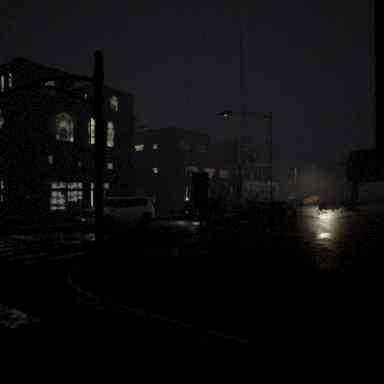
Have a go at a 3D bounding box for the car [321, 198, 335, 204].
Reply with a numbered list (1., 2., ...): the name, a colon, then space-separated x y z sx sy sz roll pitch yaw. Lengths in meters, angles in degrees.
1. car: 30.646 2.027 74.904 1.947 1.339 4.313 -1 -1 36

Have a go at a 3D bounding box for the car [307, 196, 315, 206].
1. car: 20.699 1.894 61.390 1.752 1.417 4.829 -1 -1 36

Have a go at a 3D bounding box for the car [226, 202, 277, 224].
1. car: 4.604 1.696 25.325 1.802 1.307 4.206 -1 -1 36

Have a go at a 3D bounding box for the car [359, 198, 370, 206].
1. car: 30.831 1.782 61.019 1.967 1.590 4.097 -1 -1 36

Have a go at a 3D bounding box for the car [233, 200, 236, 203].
1. car: 4.388 1.667 39.231 1.967 1.590 4.097 -1 -1 36

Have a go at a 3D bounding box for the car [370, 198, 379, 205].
1. car: 37.396 1.969 69.935 1.947 1.339 4.313 -1 -1 36

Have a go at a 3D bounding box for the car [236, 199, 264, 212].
1. car: 7.670 1.695 43.691 1.967 1.590 4.097 -1 -1 36

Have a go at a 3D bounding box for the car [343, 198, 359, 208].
1. car: 24.267 1.827 52.100 1.887 1.381 4.507 -1 -1 36

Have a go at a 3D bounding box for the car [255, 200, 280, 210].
1. car: 10.953 1.827 48.148 1.887 1.381 4.507 -1 -1 36

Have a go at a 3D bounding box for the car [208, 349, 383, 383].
1. car: 1.908 1.550 1.519 4.403 1.369 2.008 0 0 35

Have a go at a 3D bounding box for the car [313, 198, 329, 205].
1. car: 27.365 1.997 70.445 1.947 1.339 4.313 -1 -1 36

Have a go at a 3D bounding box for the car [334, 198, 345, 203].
1. car: 37.210 2.106 83.822 1.802 1.307 4.206 -1 -1 36

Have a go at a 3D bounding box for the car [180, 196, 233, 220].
1. car: 1.217 1.386 30.533 2.150 2.045 5.566 0 -1 37

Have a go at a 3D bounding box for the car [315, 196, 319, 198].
1. car: 24.081 1.715 65.988 2.192 1.841 5.009 -1 -1 36

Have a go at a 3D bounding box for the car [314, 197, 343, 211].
1. car: 17.803 1.751 43.318 1.752 1.417 4.829 -1 -1 36

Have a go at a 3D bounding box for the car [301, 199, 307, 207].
1. car: 17.518 1.891 57.067 2.008 1.369 4.403 -1 -1 36

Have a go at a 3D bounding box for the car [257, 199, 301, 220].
1. car: 7.855 1.581 29.804 1.967 1.590 4.097 -1 -1 36

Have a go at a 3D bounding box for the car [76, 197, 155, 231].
1. car: -4.904 1.336 22.234 2.150 2.045 5.566 0 -1 36

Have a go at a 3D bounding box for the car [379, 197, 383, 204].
1. car: 43.960 2.032 78.854 1.947 1.339 4.313 -1 -1 36

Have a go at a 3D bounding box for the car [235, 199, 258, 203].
1. car: 7.280 1.741 38.759 1.812 1.442 4.674 0 -1 36
